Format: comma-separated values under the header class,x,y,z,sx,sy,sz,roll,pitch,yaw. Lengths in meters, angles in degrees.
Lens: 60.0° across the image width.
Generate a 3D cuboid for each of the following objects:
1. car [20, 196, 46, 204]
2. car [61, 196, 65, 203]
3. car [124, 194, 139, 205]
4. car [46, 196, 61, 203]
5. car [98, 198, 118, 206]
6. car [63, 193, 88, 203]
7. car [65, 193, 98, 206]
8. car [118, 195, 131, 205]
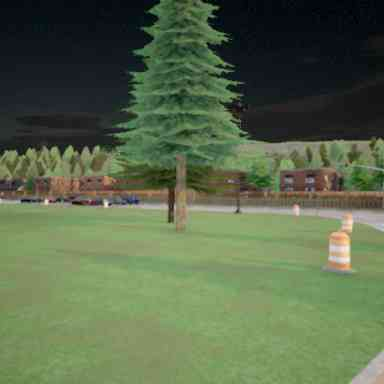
class,x,y,z,sx,sy,sz,roll,pitch,yaw
car,-31.078,1.553,64.284,4.718,1.301,1.895,0,0,30
car,-27.501,1.521,70.302,4.892,1.490,1.837,0,0,30
car,-12.992,1.503,65.831,5.566,2.045,2.150,1,0,31
car,-29.277,1.542,67.285,4.181,1.385,1.994,0,0,30
car,-16.475,1.763,59.755,5.357,1.411,2.033,0,0,31
car,-25.749,1.278,73.334,5.566,2.045,2.150,0,0,30
car,-19.033,1.531,57.213,4.553,1.767,2.097,0,0,31
car,-14.699,1.794,62.770,5.357,1.411,2.033,0,0,31
